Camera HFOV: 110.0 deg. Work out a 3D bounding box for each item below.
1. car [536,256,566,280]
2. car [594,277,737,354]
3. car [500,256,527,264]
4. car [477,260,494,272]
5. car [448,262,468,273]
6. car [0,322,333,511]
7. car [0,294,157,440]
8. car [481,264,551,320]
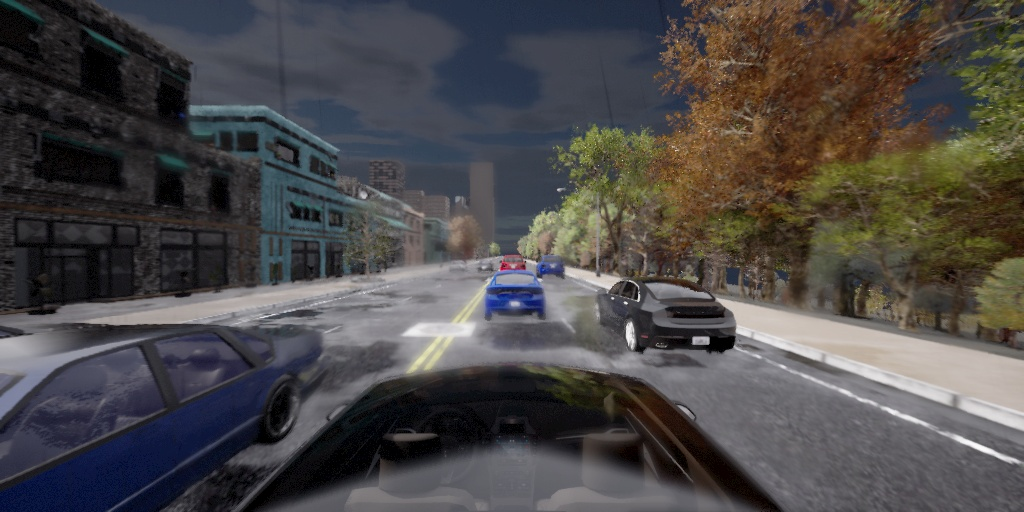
[{"bbox_3d":[3.354,0.978,31.625,2.150,2.045,5.566,0,0,0],"label":"car"},{"bbox_3d":[3.350,1.256,8.777,1.837,1.490,4.892,0,0,0],"label":"car"},{"bbox_3d":[0.105,0.978,31.565,2.150,2.045,5.566,0,0,0],"label":"car"},{"bbox_3d":[-3.324,1.251,45.306,2.128,1.511,4.902,0,0,0],"label":"car"},{"bbox_3d":[-6.582,1.360,44.236,1.895,1.301,4.718,0,0,0],"label":"car"},{"bbox_3d":[-3.350,1.298,2.557,2.033,1.411,5.357,0,0,0],"label":"car"},{"bbox_3d":[-6.600,1.298,2.957,2.033,1.411,5.357,0,0,0],"label":"car"},{"bbox_3d":[0.102,1.230,12.738,1.882,1.535,5.008,0,0,0],"label":"car"}]
